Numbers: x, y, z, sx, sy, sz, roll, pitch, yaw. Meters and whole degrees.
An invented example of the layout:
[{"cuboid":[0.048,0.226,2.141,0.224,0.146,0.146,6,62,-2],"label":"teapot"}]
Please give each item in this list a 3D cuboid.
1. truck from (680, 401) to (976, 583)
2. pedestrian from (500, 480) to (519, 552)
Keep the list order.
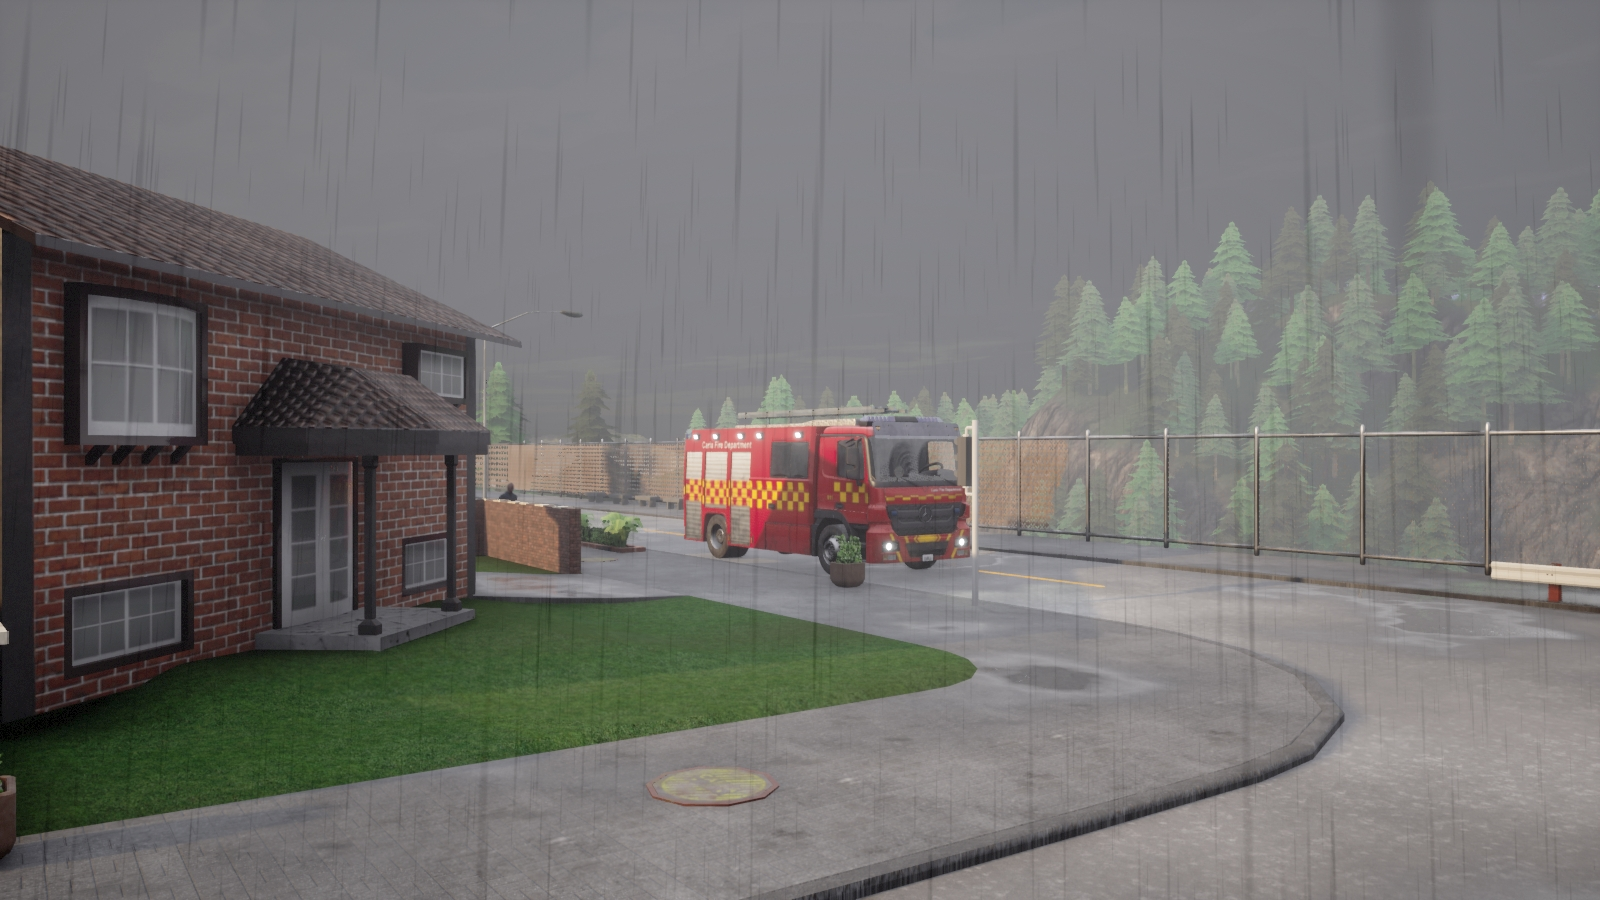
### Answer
[{"cuboid":[0.353,0.890,28.322,2.891,3.827,8.468,0,0,-35],"label":"truck"},{"cuboid":[-7.707,1.745,30.297,0.375,1.860,0.375,0,0,-37],"label":"pedestrian"}]
